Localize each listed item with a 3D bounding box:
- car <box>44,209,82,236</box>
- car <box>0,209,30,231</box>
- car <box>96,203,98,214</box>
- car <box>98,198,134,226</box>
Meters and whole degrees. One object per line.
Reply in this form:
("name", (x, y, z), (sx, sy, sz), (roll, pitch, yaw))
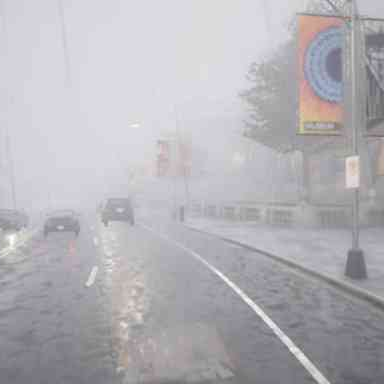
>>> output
("car", (-7.582, 1.712, 19.656), (1.812, 1.442, 4.674), (0, 0, -17))
("car", (-12.141, 1.847, 22.239), (2.033, 1.411, 5.357), (0, 0, -18))
("car", (-10.567, 1.705, 40.449), (2.097, 1.767, 4.553), (0, 0, -18))
("car", (-5.819, 1.443, 25.718), (2.150, 2.045, 5.566), (0, 0, -18))
